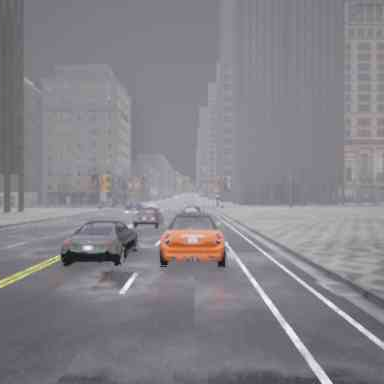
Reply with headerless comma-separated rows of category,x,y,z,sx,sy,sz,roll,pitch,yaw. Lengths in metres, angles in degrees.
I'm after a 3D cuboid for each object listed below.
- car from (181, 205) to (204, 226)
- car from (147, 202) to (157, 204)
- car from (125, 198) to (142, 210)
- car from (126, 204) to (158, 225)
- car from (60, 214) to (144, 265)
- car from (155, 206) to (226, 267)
car,0.042,1.908,27.999,1.812,1.442,4.674,0,-1,0
car,-6.562,2.313,54.448,1.812,1.442,4.674,0,-1,0
car,-9.795,2.042,56.376,2.150,2.045,5.566,0,-1,0
car,-3.231,1.888,25.142,2.033,1.411,5.357,0,-1,0
car,-3.207,1.724,12.298,1.994,1.385,4.181,0,-1,0
car,0.041,1.509,12.192,2.097,1.767,4.553,0,-1,1
